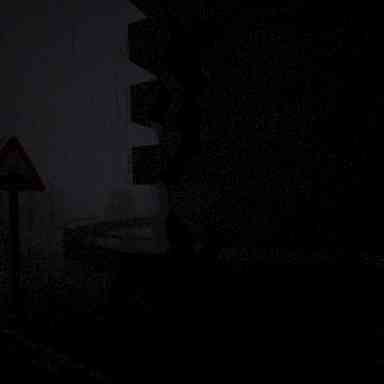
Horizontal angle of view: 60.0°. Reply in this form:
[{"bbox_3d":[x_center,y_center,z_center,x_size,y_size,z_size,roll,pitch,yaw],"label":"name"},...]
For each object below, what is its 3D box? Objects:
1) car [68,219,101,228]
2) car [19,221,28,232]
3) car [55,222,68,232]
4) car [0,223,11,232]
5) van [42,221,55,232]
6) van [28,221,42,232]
[{"bbox_3d":[-23.745,7.710,73.477,5.566,2.045,2.435,-1,-6,6],"label":"car"},{"bbox_3d":[-31.845,6.184,57.259,5.366,1.575,1.946,-1,-6,6],"label":"car"},{"bbox_3d":[-27.680,7.072,65.346,4.892,1.521,2.231,-1,-6,6],"label":"car"},{"bbox_3d":[-32.988,5.927,54.535,4.674,1.452,2.002,-1,-7,6],"label":"car"},{"bbox_3d":[-28.896,6.550,62.667,4.442,1.987,1.878,-1,-7,6],"label":"van"},{"bbox_3d":[-30.221,6.253,59.960,4.442,1.987,1.878,-1,-7,6],"label":"van"}]
